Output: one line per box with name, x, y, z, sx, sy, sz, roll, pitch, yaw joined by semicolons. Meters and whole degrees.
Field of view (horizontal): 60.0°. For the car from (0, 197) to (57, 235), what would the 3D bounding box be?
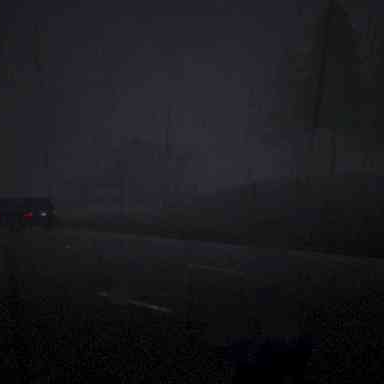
car;-10.415;1.335;20.018;5.566;2.045;2.150;0;0;35
